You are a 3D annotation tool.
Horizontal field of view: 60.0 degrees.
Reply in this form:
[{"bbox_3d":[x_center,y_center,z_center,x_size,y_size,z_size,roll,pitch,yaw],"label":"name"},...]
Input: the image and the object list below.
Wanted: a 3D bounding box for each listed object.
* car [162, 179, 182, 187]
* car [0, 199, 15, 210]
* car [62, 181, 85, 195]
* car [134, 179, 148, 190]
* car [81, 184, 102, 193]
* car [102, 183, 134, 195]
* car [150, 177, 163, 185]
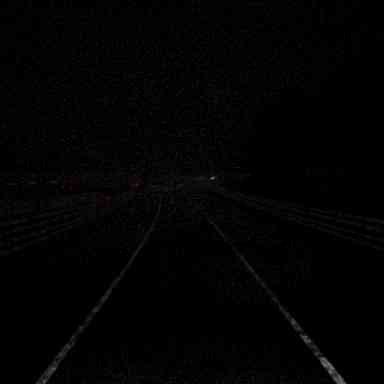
[{"bbox_3d":[-4.392,-1.760,74.330,1.895,1.301,4.718,1,4,14],"label":"car"},{"bbox_3d":[-16.633,1.039,26.837,1.882,1.535,5.008,1,4,14],"label":"car"},{"bbox_3d":[-17.616,-0.672,51.054,2.150,2.045,5.566,1,4,14],"label":"car"},{"bbox_3d":[-10.282,-1.318,65.496,1.882,1.535,5.008,1,4,14],"label":"car"},{"bbox_3d":[-14.227,-0.260,50.195,1.895,1.301,4.718,1,4,14],"label":"car"},{"bbox_3d":[-10.845,-0.326,49.291,1.837,1.490,4.892,1,4,14],"label":"car"},{"bbox_3d":[-8.678,-2.482,85.745,1.812,1.442,4.674,1,4,14],"label":"car"}]
